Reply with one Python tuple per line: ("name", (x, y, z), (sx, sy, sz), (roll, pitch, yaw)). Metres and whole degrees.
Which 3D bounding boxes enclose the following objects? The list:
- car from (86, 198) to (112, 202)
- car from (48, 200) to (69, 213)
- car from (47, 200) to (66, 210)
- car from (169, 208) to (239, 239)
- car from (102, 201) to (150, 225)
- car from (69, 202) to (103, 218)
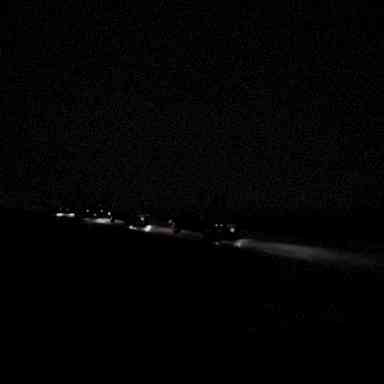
("car", (-11.485, 1.732, 40.727), (2.150, 2.045, 5.566), (2, -2, -36))
("car", (-16.787, 1.975, 43.089), (1.837, 1.490, 4.892), (2, -2, -36))
("car", (-23.350, 2.205, 57.141), (1.882, 1.535, 5.008), (2, -2, -36))
("car", (0.594, 1.704, 19.023), (2.128, 1.511, 4.902), (2, -2, -37))
("car", (-5.129, 1.776, 26.874), (2.128, 1.511, 4.902), (2, -2, -36))
("car", (-10.936, 1.975, 34.924), (1.895, 1.301, 4.718), (2, -2, -36))
